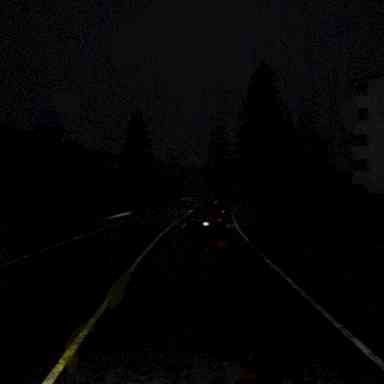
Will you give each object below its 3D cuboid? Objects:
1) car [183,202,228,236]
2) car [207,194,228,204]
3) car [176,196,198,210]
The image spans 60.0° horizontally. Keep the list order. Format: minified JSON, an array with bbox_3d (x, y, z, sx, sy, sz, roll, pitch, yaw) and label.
[{"bbox_3d":[0.778,1.453,17.552,1.994,1.385,4.181,0,0,4],"label":"car"},{"bbox_3d":[2.802,1.122,36.527,2.097,1.767,4.553,0,0,9],"label":"car"},{"bbox_3d":[-0.524,1.231,38.654,1.882,1.535,5.008,0,0,11],"label":"car"}]
